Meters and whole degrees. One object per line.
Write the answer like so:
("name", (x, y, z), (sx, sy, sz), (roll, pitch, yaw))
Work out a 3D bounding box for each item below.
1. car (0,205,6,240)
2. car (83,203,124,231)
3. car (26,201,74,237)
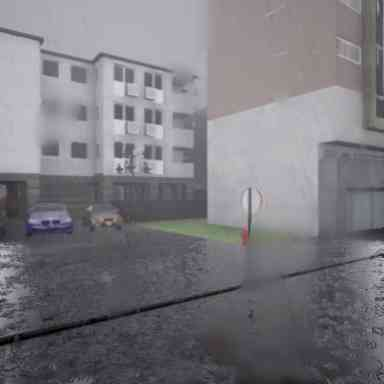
("car", (-10.038, 1.240, 15.831), (1.905, 1.878, 3.866), (0, 0, -25))
("car", (-5.322, 1.398, 19.645), (1.816, 1.474, 4.193), (0, 0, -25))
("car", (-7.645, 1.338, 17.818), (2.242, 1.667, 4.611), (0, 0, -25))
